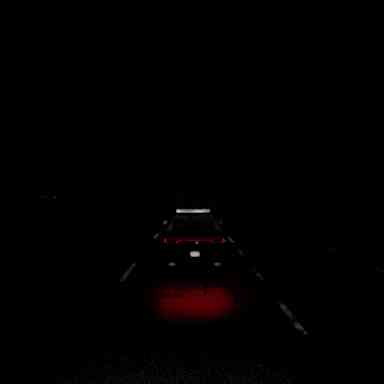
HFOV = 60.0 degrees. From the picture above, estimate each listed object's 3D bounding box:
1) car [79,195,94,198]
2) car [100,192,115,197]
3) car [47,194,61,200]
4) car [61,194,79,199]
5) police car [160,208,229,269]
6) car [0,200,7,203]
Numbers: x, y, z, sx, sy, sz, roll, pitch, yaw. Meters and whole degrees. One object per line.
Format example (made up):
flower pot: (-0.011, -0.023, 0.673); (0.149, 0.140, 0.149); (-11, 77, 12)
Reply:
car: (-20.984, 1.345, 68.218); (1.994, 1.385, 4.181); (0, 0, 0)
car: (-17.484, 1.016, 68.603); (2.150, 2.045, 5.566); (0, 0, 0)
car: (-27.984, 1.148, 68.249); (2.097, 1.767, 4.553); (0, 0, 0)
car: (-24.484, 1.270, 68.219); (1.882, 1.535, 5.008); (0, 0, 0)
police car: (0.038, 1.345, 11.067); (1.930, 1.638, 5.238); (0, 1, -1)
car: (-17.591, 1.379, 28.993); (1.812, 1.442, 4.674); (0, 0, 0)
